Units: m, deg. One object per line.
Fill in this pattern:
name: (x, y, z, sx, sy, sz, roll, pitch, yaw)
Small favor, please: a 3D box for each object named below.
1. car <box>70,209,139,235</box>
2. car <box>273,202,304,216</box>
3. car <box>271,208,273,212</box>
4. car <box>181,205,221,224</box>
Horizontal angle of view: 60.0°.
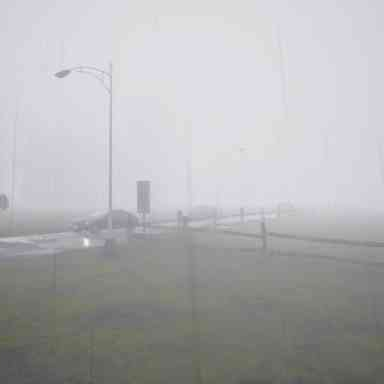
car: (-5.373, 1.798, 21.067, 1.812, 1.442, 4.674, -1, -1, 36)
car: (12.028, 2.004, 40.336, 2.097, 1.767, 4.553, -1, -1, 36)
car: (12.902, 2.314, 46.517, 2.033, 1.411, 5.357, -1, -1, 36)
car: (0.801, 1.932, 29.701, 2.128, 1.511, 4.902, -1, -1, 36)
